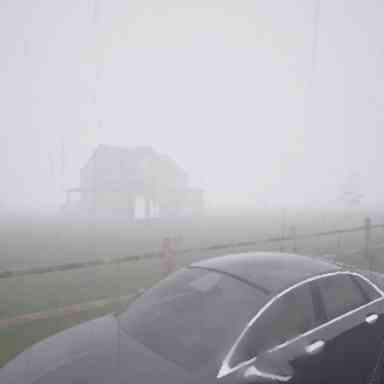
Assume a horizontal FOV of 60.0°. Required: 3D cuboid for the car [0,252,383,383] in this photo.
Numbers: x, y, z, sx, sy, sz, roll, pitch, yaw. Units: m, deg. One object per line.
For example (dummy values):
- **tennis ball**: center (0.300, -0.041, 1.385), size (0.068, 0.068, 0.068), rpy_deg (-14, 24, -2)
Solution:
- **car**: center (0.562, 1.505, 3.520), size (4.892, 1.490, 1.837), rpy_deg (0, 0, -36)
